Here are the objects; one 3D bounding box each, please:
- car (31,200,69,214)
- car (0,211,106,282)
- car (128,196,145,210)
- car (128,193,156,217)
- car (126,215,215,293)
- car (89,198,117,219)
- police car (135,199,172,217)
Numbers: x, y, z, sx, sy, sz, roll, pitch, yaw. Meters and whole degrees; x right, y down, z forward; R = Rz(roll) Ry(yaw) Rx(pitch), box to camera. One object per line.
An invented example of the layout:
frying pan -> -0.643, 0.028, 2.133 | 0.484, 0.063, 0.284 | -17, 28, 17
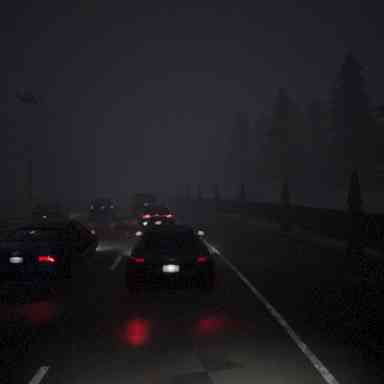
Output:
car -> -10.180, 1.433, 24.179 | 2.128, 1.511, 4.902 | 0, 0, -12
car -> -4.072, 1.523, 9.729 | 2.033, 1.411, 5.357 | 0, 0, -6
car -> -6.950, 1.350, 41.387 | 1.801, 1.575, 5.366 | 0, 0, -13
car -> -4.364, 1.144, 30.186 | 2.150, 2.045, 5.566 | 0, 0, -13
car -> -0.582, 1.541, 8.872 | 1.994, 1.385, 4.181 | 0, 0, -4
car -> -7.536, 1.281, 28.335 | 2.097, 1.767, 4.553 | 0, 0, -13
police car -> -2.232, 1.458, 20.114 | 2.038, 1.542, 4.974 | 0, 1, -10
